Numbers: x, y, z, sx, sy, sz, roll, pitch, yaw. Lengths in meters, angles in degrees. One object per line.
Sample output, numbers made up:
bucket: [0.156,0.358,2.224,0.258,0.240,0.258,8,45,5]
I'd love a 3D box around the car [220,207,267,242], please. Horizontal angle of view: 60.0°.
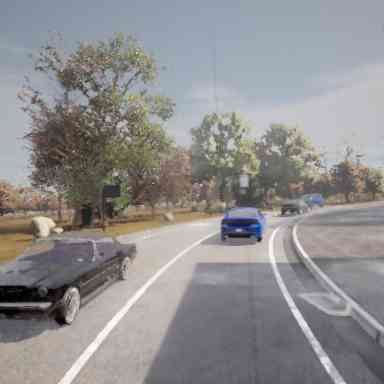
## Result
car: [2.698,1.512,16.807,1.882,1.535,5.008,-2,0,16]

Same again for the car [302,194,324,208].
car: [16.114,1.318,45.763,5.566,2.045,2.150,-1,-3,-44]

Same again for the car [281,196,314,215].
car: [10.431,1.509,33.495,1.837,1.490,4.892,-4,-2,33]

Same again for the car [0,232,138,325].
car: [-2.752,1.638,7.353,1.895,1.301,4.718,0,0,7]
